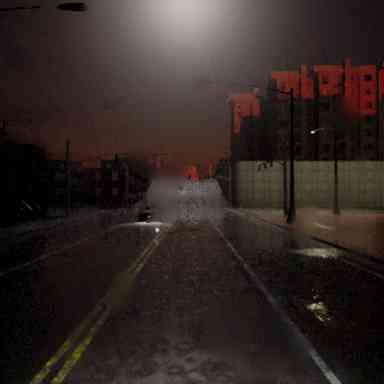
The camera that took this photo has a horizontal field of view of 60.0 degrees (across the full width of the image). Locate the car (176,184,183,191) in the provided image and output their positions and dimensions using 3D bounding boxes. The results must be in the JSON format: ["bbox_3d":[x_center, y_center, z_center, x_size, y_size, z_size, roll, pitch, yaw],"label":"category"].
[{"bbox_3d":[-3.517,-1.437,92.480,1.837,1.490,4.892,0,12,0],"label":"car"}]

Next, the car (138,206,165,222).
[{"bbox_3d":[-3.525,1.894,29.480,1.994,1.385,4.181,0,-1,1],"label":"car"}]
